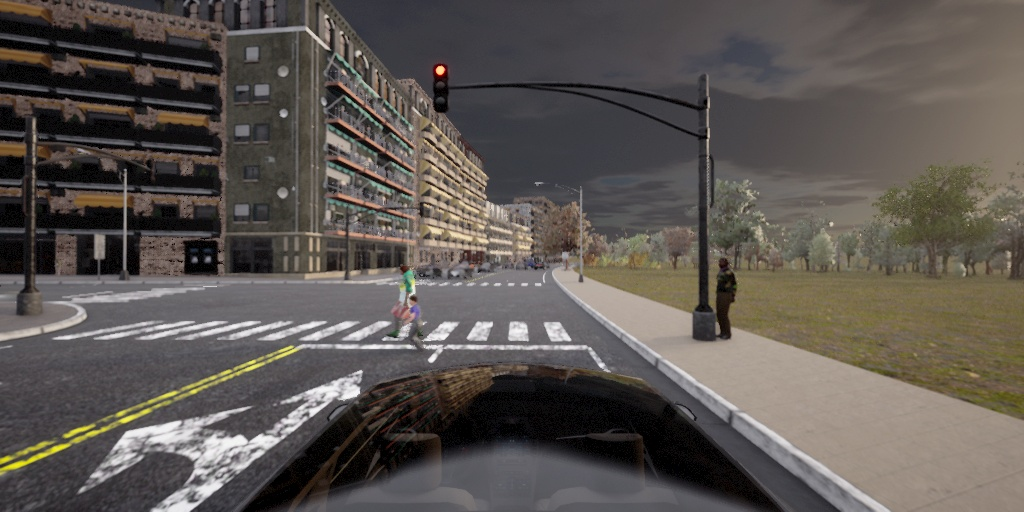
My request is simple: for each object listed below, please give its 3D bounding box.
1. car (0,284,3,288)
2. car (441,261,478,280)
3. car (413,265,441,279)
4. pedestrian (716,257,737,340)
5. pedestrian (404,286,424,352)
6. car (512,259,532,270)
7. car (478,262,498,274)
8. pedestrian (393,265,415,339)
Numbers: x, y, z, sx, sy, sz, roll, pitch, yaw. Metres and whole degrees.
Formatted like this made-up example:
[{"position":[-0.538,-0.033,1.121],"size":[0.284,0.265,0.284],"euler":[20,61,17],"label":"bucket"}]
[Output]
[{"position":[-25.470,0.955,14.751],"size":[5.357,1.411,2.033],"euler":[1,-1,-18],"label":"car"},{"position":[-5.072,1.505,35.484],"size":[2.128,1.511,4.902],"euler":[0,0,5],"label":"car"},{"position":[-8.307,1.578,35.794],"size":[1.994,1.385,4.181],"euler":[0,0,5],"label":"car"},{"position":[4.788,0.933,8.111],"size":[0.375,1.860,0.375],"euler":[0,0,1],"label":"pedestrian"},{"position":[-1.992,1.361,7.631],"size":[0.375,1.300,0.375],"euler":[0,0,1],"label":"pedestrian"},{"position":[1.839,1.818,65.400],"size":[2.128,1.511,4.902],"euler":[0,-1,9],"label":"car"},{"position":[-3.580,1.665,50.275],"size":[1.837,1.490,4.892],"euler":[0,0,7],"label":"car"},{"position":[-2.627,1.089,8.846],"size":[0.375,1.860,0.375],"euler":[0,0,1],"label":"pedestrian"}]
